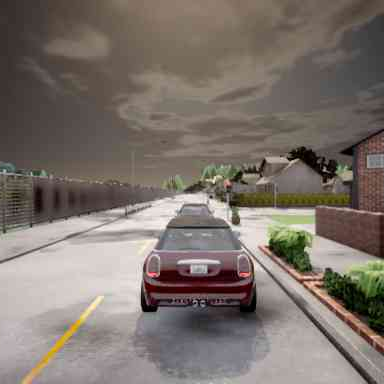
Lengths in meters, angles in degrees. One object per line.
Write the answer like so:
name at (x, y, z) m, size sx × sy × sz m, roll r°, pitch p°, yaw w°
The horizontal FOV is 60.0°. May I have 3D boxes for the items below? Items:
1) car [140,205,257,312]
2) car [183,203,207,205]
car at (0.119, 1.350, 7.853) m, size 2.097 × 1.767 × 4.553 m, roll 0°, pitch 0°, yaw 0°
car at (0.149, 1.348, 17.550) m, size 2.097 × 1.767 × 4.553 m, roll 0°, pitch 0°, yaw 0°
